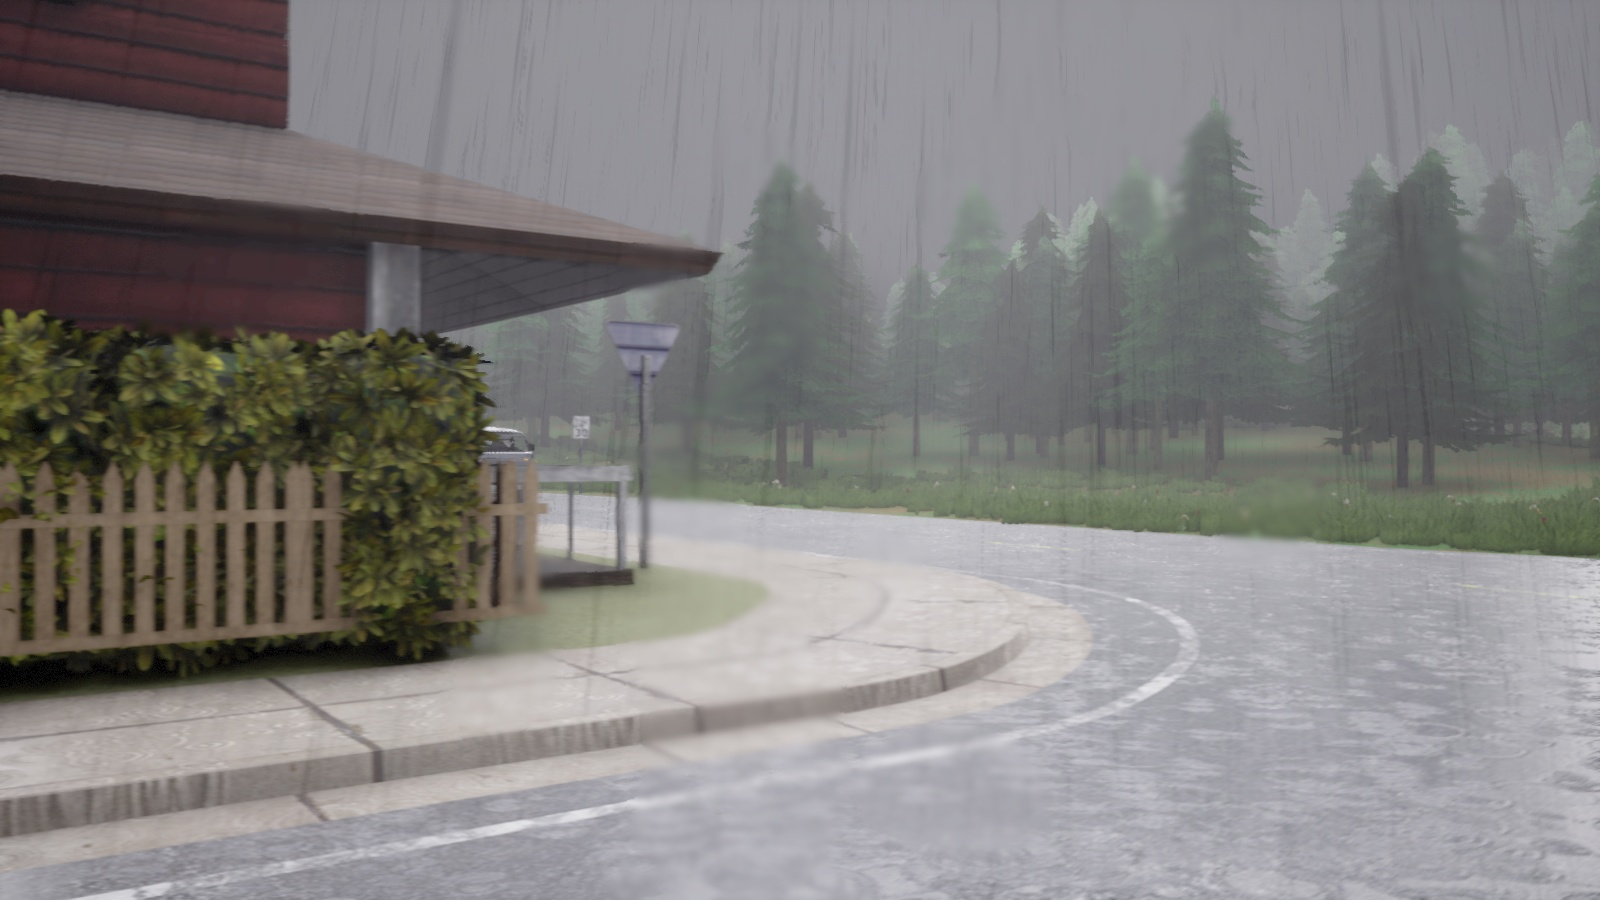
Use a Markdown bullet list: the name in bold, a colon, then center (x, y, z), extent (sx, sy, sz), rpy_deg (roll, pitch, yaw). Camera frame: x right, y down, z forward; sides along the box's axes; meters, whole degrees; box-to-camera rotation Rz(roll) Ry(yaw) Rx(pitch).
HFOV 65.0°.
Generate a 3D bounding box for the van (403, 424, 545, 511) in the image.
- **van**: center (-8.394, 0.421, 32.048), extent (2.069, 2.038, 4.480), rpy_deg (0, 0, -35)
